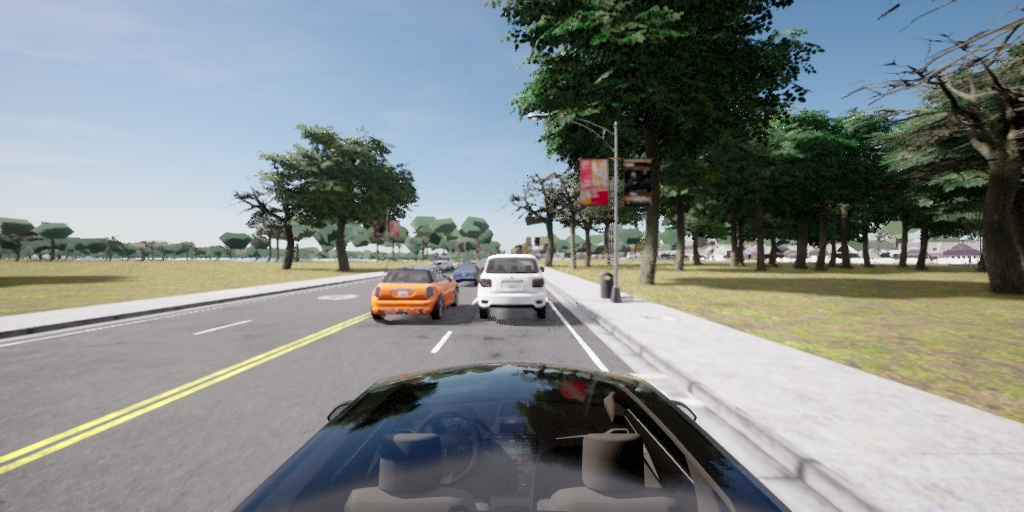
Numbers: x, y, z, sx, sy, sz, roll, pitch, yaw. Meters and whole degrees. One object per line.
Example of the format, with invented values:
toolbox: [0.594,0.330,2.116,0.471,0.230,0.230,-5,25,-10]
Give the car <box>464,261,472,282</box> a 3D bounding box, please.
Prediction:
car: [-3.219,1.317,26.370,2.033,1.411,5.357,0,0,0]

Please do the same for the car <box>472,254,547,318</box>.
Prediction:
car: [0.046,0.978,13.170,2.150,2.045,5.566,0,0,1]

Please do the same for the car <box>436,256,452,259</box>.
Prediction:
car: [-9.859,1.013,51.612,2.150,2.045,5.566,0,0,0]

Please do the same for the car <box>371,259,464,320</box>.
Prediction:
car: [-3.199,1.113,12.724,2.097,1.767,4.553,0,0,1]
